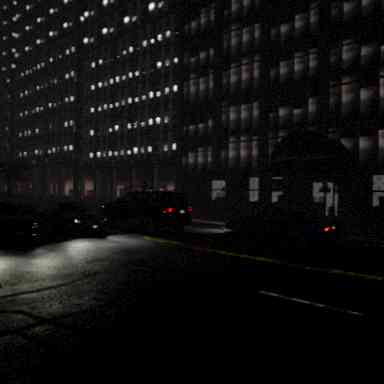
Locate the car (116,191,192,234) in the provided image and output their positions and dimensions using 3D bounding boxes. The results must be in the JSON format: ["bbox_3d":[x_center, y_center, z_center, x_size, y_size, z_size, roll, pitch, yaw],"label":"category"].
[{"bbox_3d":[-2.494,0.952,17.497,5.566,2.045,2.150,2,0,41],"label":"car"}]

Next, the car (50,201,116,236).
[{"bbox_3d":[-5.950,1.158,15.921,4.674,1.442,1.812,2,0,40],"label":"car"}]

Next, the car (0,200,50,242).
[{"bbox_3d":[-7.779,1.069,13.123,5.008,1.535,1.882,2,0,43],"label":"car"}]

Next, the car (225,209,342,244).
[{"bbox_3d":[4.227,1.516,16.024,5.357,1.411,2.033,2,1,40],"label":"car"}]
